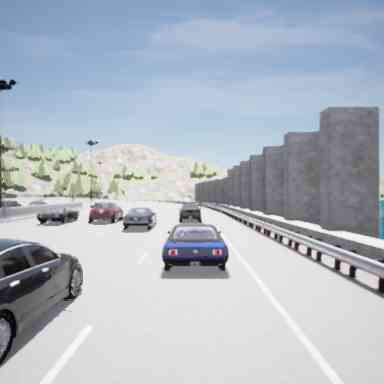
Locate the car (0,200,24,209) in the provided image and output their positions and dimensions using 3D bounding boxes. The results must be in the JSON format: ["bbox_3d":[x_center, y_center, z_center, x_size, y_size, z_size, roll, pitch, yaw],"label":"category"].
[{"bbox_3d":[-30.299,2.059,55.751,2.033,1.411,5.357,0,-1,-8],"label":"car"}]

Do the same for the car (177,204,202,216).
[{"bbox_3d":[-0.186,1.761,28.581,1.837,1.490,4.892,0,-1,-2],"label":"car"}]

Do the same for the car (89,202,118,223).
[{"bbox_3d":[-7.179,1.608,28.211,2.097,1.767,4.553,0,-1,-2],"label":"car"}]

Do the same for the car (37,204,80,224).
[{"bbox_3d":[-10.635,1.847,26.887,1.895,1.301,4.718,0,-1,-1],"label":"car"}]

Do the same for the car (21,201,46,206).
[{"bbox_3d":[-22.342,1.965,47.885,1.812,1.442,4.674,0,0,-5],"label":"car"}]

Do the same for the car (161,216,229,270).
[{"bbox_3d":[0.085,1.703,11.329,1.895,1.301,4.718,0,-1,0],"label":"car"}]

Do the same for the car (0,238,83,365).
[{"bbox_3d":[-3.409,1.557,5.721,1.837,1.490,4.892,0,-1,0],"label":"car"}]

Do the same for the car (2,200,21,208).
[{"bbox_3d":[-25.700,1.930,46.352,1.837,1.490,4.892,0,0,-4],"label":"car"}]

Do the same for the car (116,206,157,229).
[{"bbox_3d":[-3.541,1.756,23.100,2.033,1.411,5.357,0,-1,-1],"label":"car"}]
